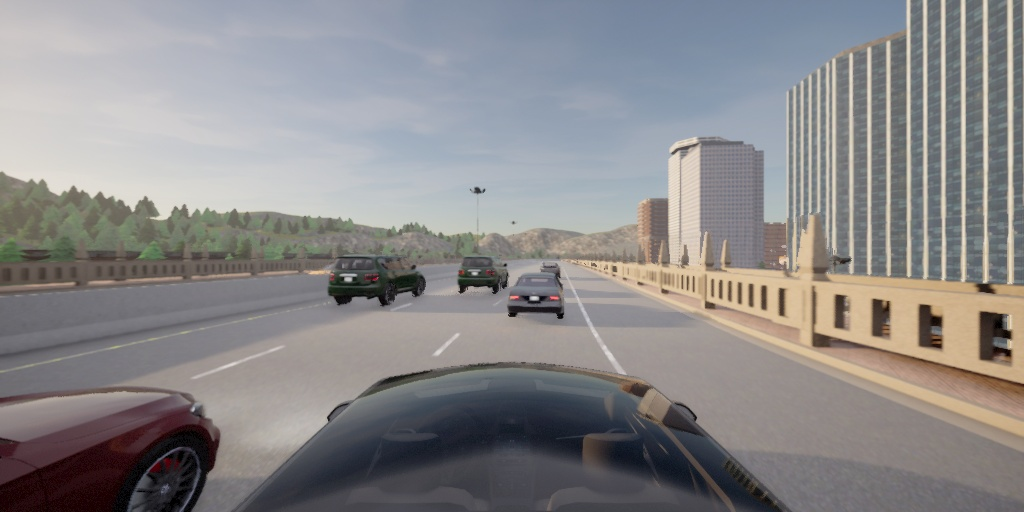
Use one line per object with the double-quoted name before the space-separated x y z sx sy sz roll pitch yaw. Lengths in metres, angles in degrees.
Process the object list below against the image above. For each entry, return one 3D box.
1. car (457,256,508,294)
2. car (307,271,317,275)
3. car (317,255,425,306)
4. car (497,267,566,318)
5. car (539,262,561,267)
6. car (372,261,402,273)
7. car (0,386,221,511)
"car" -1.567 0.997 20.943 2.150 2.045 5.566 0 0 7
"car" -11.875 1.217 24.690 1.882 1.535 5.008 0 0 7
"car" -5.717 0.966 15.878 2.150 2.045 5.566 0 0 7
"car" 0.971 1.315 13.144 2.033 1.411 5.357 0 0 7
"car" 3.643 1.333 34.184 2.128 1.511 4.902 0 0 7
"car" -16.099 1.326 46.506 1.812 1.442 4.674 0 0 8
"car" -3.302 1.259 0.971 1.812 1.442 4.674 0 0 0
